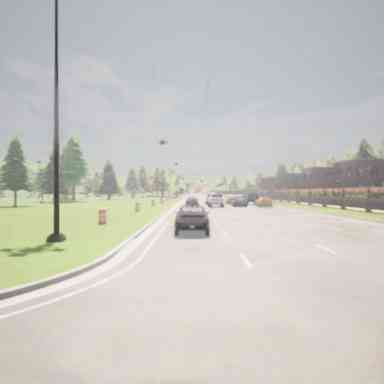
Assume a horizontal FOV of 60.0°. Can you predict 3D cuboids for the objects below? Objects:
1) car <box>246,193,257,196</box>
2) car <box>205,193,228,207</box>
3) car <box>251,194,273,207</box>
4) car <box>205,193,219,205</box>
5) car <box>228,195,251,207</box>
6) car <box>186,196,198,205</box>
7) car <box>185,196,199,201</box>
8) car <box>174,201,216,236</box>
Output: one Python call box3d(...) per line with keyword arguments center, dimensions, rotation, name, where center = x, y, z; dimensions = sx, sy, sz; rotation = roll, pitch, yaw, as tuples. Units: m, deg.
box3d(center=(10.522, 1.169, 59.440), dimensions=(2.150, 2.045, 5.566), rotation=(0, 0, 0), name="car")
box3d(center=(3.518, 1.179, 49.022), dimensions=(2.150, 2.045, 5.566), rotation=(0, 0, 0), name="car")
box3d(center=(10.518, 1.435, 48.990), dimensions=(1.882, 1.535, 5.008), rotation=(0, 0, 0), name="car")
box3d(center=(3.522, 1.170, 59.442), dimensions=(2.150, 2.045, 5.566), rotation=(0, 0, 0), name="car")
box3d(center=(7.018, 1.521, 49.408), dimensions=(1.994, 1.385, 4.181), rotation=(0, 0, 0), name="car")
box3d(center=(0.022, 1.496, 59.414), dimensions=(2.033, 1.411, 5.357), rotation=(0, 0, 0), name="car")
box3d(center=(0.018, 1.449, 48.994), dimensions=(2.128, 1.511, 4.902), rotation=(0, 0, 0), name="car")
box3d(center=(0.007, 1.476, 18.381), dimensions=(2.128, 1.511, 4.902), rotation=(0, 0, 0), name="car")
